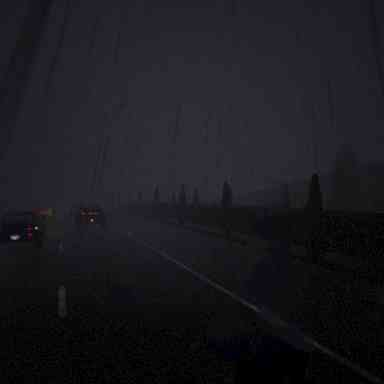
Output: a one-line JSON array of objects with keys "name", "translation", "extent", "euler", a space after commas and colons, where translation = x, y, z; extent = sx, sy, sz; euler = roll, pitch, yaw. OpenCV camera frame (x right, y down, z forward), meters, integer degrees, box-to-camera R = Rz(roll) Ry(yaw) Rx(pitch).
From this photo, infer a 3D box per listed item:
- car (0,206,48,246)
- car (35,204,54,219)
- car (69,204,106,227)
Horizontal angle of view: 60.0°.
[{"name": "car", "translation": [-7.673, 1.575, 14.965], "extent": [1.812, 1.442, 4.674], "euler": [0, 0, -22]}, {"name": "car", "translation": [-15.138, 1.980, 33.742], "extent": [1.882, 1.535, 5.008], "euler": [0, -3, -22]}, {"name": "car", "translation": [-7.211, 1.582, 23.278], "extent": [2.128, 1.511, 4.902], "euler": [0, 0, -22]}]
